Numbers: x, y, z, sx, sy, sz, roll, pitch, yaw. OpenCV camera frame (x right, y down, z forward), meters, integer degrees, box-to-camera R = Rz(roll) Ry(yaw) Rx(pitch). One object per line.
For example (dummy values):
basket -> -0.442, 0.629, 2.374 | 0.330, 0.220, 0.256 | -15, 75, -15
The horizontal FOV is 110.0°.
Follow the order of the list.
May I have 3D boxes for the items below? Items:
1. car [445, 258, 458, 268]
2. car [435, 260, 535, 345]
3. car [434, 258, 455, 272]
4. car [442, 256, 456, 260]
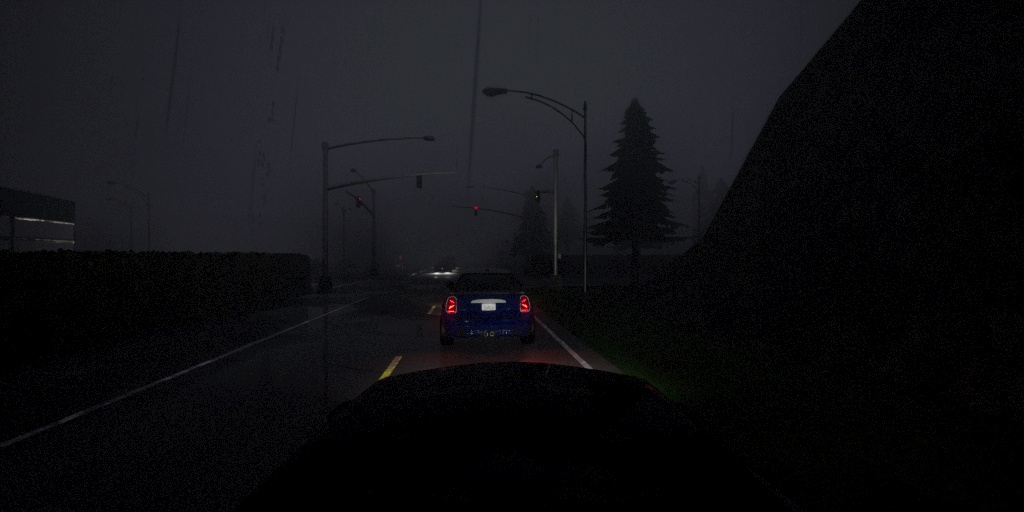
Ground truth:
car -> -10.813, 1.228, 64.427 | 1.882, 1.535, 5.008 | 0, 0, -6
car -> -0.729, 1.102, 9.727 | 2.097, 1.767, 4.553 | 0, 0, -6
car -> -8.549, 1.314, 44.807 | 1.994, 1.385, 4.181 | 0, 0, -7
car -> -9.650, 0.971, 54.196 | 2.150, 2.045, 5.566 | 0, 0, -7
